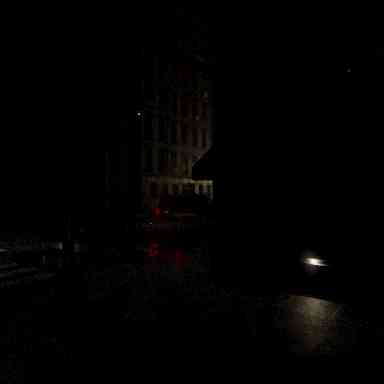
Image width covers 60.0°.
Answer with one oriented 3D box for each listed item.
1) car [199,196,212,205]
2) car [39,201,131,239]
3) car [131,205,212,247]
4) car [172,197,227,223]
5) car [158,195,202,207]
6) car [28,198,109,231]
[{"bbox_3d":[2.896,1.314,19.618,2.192,1.841,5.009,0,0,36],"label":"car"},{"bbox_3d":[-5.159,1.457,17.779,1.882,1.535,5.008,0,0,34],"label":"car"},{"bbox_3d":[-0.308,1.530,15.136,1.752,1.417,4.829,0,0,36],"label":"car"},{"bbox_3d":[0.676,1.321,25.948,2.097,1.767,4.553,0,0,35],"label":"car"},{"bbox_3d":[0.143,1.210,19.961,2.150,2.045,5.566,0,0,34],"label":"car"},{"bbox_3d":[-6.931,1.282,19.670,2.192,1.841,5.009,0,0,36],"label":"car"}]
